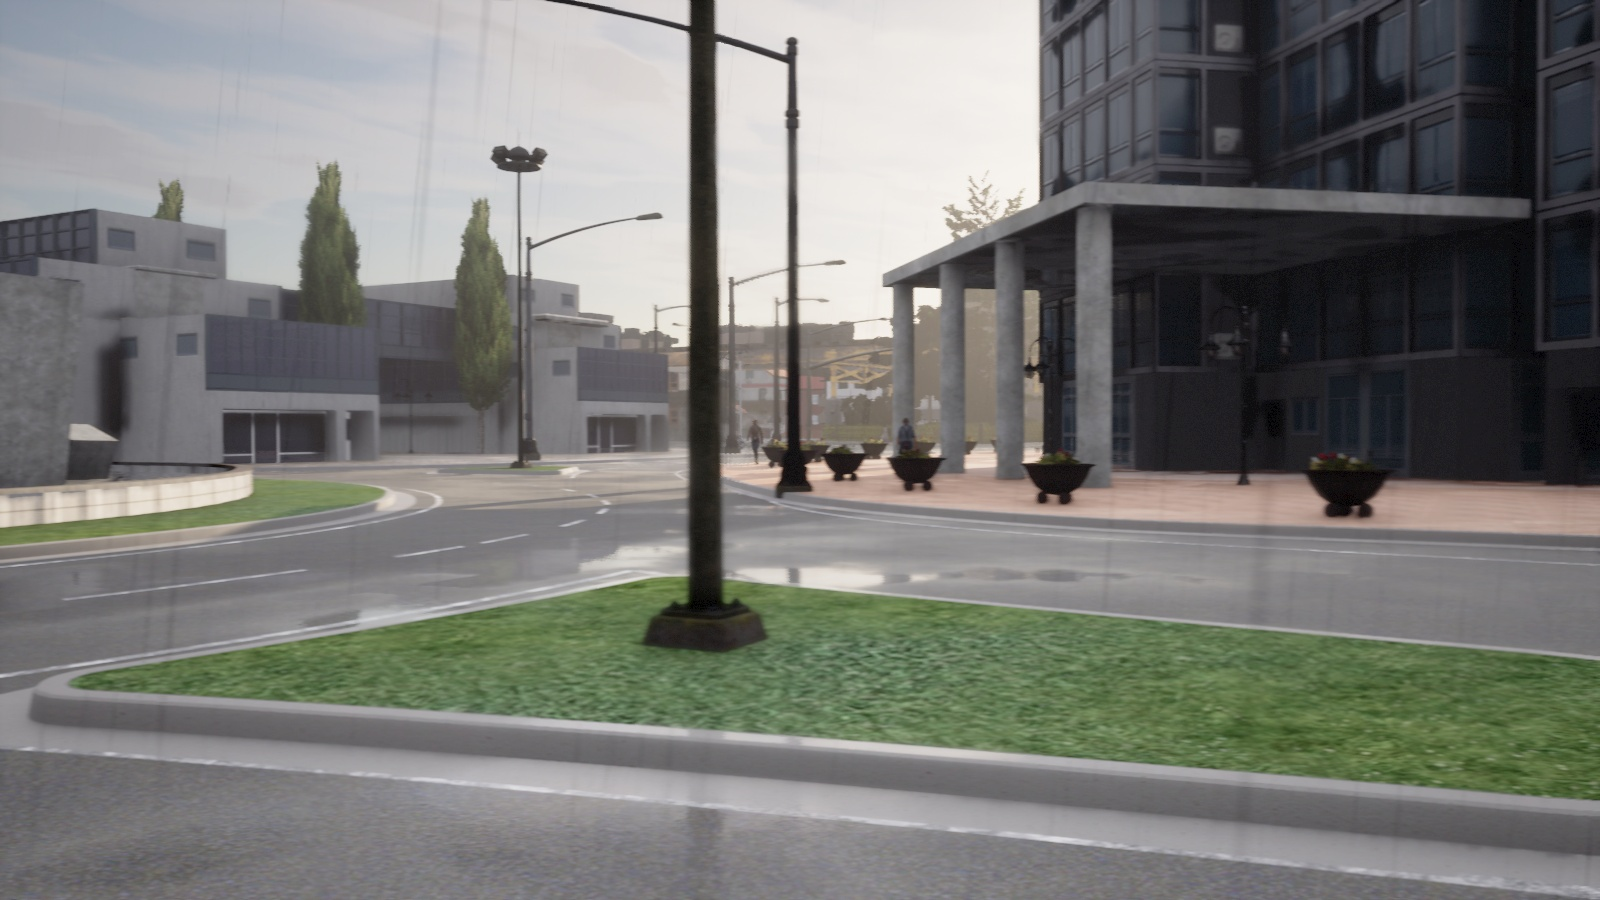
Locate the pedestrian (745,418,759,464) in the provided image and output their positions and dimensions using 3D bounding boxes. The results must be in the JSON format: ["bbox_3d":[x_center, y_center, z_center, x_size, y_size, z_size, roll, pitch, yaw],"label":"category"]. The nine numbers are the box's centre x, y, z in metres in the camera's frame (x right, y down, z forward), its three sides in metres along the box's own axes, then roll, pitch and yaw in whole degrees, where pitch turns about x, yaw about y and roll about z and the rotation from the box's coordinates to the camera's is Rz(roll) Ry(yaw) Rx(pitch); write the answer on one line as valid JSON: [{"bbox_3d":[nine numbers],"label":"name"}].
[{"bbox_3d":[-1.900,-0.360,49.804,0.328,1.805,0.869,0,1,14],"label":"pedestrian"}]

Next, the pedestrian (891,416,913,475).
[{"bbox_3d":[3.194,-0.150,39.354,0.540,1.848,0.694,0,1,-6],"label":"pedestrian"}]
